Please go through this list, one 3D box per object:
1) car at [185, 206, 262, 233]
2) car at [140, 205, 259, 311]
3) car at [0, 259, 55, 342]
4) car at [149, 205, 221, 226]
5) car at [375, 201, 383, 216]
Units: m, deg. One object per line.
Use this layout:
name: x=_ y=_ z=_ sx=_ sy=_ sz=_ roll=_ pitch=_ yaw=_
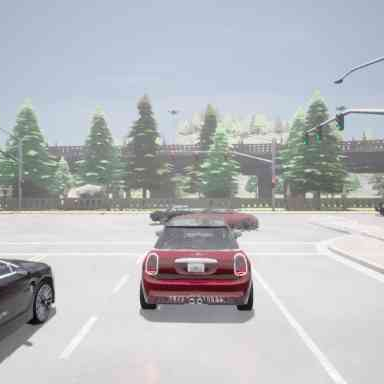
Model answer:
car: x=1.743 y=1.542 z=19.248 sx=4.181 sy=1.385 sz=1.994 roll=0 pitch=0 yaw=1
car: x=0.148 y=1.352 z=7.968 sx=2.097 sy=1.767 sz=4.553 roll=0 pitch=0 yaw=2
car: x=-3.432 y=1.492 z=4.217 sx=2.128 sy=1.511 sz=4.902 roll=0 pitch=0 yaw=0
car: x=-0.444 y=1.570 z=22.778 sx=4.718 sy=1.301 sz=1.895 roll=0 pitch=0 yaw=1
car: x=19.473 y=1.166 z=29.666 sx=5.566 sy=2.045 sz=2.150 roll=0 pitch=0 yaw=1
